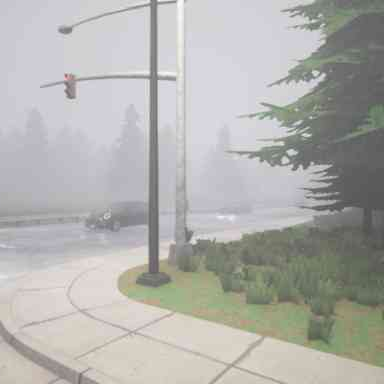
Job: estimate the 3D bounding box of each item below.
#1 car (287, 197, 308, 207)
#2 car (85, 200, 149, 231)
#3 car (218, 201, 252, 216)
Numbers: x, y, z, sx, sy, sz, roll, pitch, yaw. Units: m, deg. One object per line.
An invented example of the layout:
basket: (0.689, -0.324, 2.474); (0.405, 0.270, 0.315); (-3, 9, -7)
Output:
car: (15.068, 1.502, 47.441); (2.128, 1.511, 4.902); (0, 0, 37)
car: (-4.251, 1.322, 20.288); (2.097, 1.767, 4.553); (0, 0, 34)
car: (4.295, 1.533, 32.640); (1.994, 1.385, 4.181); (0, 0, 35)
